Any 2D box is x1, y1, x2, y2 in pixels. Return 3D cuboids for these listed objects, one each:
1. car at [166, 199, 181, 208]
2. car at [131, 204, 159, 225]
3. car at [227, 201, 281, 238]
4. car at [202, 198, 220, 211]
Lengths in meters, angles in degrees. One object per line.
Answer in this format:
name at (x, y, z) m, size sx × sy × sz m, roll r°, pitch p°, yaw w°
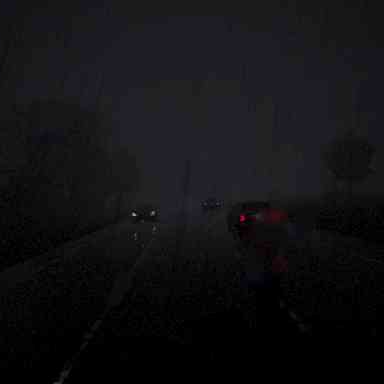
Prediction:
car at (-3.882, 2.371, 65.286) m, size 1.994 × 1.385 × 4.181 m, roll -4°, pitch 0°, yaw 6°
car at (-4.207, 1.904, 30.267) m, size 2.097 × 1.767 × 4.553 m, roll -4°, pitch 0°, yaw -2°
car at (3.123, 1.262, 17.726) m, size 2.097 × 1.767 × 4.553 m, roll -4°, pitch 0°, yaw -2°
car at (2.425, 1.527, 43.798) m, size 2.097 × 1.767 × 4.553 m, roll -4°, pitch 0°, yaw -2°
